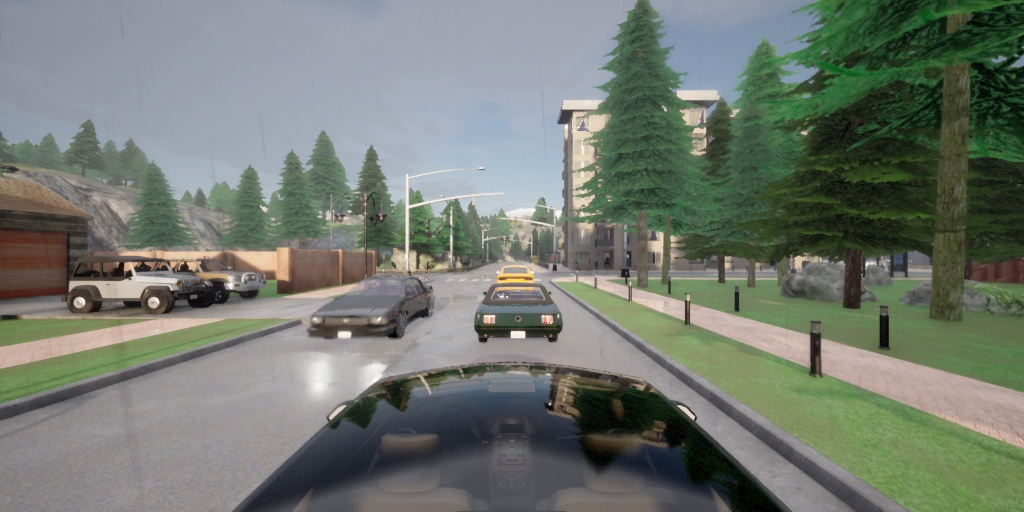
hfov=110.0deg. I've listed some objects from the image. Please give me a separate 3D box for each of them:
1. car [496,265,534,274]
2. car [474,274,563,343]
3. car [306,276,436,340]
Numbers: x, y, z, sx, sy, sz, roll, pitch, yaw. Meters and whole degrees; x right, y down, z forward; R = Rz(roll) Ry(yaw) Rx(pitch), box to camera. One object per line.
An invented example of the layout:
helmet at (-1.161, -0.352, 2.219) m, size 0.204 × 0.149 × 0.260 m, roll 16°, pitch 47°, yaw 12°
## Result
car at (0.175, 1.228, 19.022) m, size 1.882 × 1.535 × 5.008 m, roll 0°, pitch 0°, yaw 0°
car at (0.146, 1.351, 9.683) m, size 1.895 × 1.301 × 4.718 m, roll 0°, pitch 0°, yaw 0°
car at (-3.554, 1.298, 10.303) m, size 2.033 × 1.411 × 5.357 m, roll 0°, pitch 0°, yaw 0°
